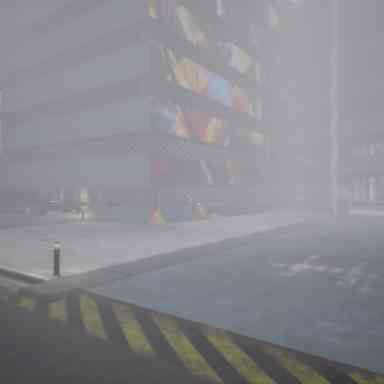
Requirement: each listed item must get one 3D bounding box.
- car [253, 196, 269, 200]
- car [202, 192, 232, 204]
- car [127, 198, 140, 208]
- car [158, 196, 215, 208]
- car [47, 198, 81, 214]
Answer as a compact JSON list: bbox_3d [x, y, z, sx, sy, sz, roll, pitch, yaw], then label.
[{"bbox_3d":[18.521,1.503,90.219,4.892,1.521,2.231,0,0,36],"label":"car"},{"bbox_3d":[4.238,1.027,57.500,5.566,2.045,2.435,0,0,36],"label":"car"},{"bbox_3d":[-5.919,1.443,42.016,4.718,1.301,1.895,0,0,36],"label":"car"},{"bbox_3d":[-0.747,1.314,29.052,4.674,1.452,2.002,0,0,36],"label":"car"},{"bbox_3d":[-13.048,1.380,32.855,4.786,1.482,2.161,0,0,36],"label":"car"}]
